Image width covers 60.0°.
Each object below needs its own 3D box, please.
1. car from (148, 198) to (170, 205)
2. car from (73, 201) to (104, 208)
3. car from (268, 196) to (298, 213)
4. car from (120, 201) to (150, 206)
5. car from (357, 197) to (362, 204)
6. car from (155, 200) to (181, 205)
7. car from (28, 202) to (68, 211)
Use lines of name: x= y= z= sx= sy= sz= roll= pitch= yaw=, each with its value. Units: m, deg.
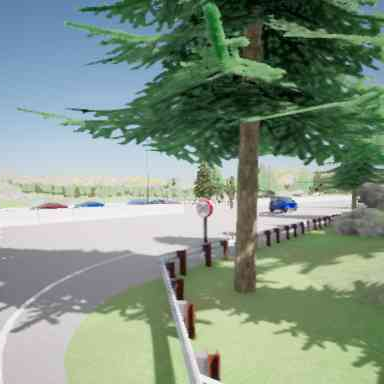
car: x=-6.440 y=1.856 z=65.107 sx=1.994 sy=1.385 sz=4.181 roll=-1 pitch=0 yaw=36
car: x=-16.059 y=2.129 z=51.881 sx=1.882 sy=1.535 sz=5.008 roll=-1 pitch=-1 yaw=36
car: x=11.545 y=1.573 z=41.989 sx=2.150 sy=2.045 sz=5.566 roll=-1 pitch=-1 yaw=36
car: x=-8.703 y=2.055 z=50.118 sx=1.882 sy=1.535 sz=5.008 roll=-1 pitch=0 yaw=36
car: x=36.729 y=1.668 z=71.182 sx=2.097 sy=1.767 sz=4.553 roll=-1 pitch=0 yaw=36
car: x=-4.111 y=2.214 z=62.358 sx=1.895 sy=1.301 sz=4.718 roll=-1 pitch=0 yaw=36
car: x=-18.429 y=2.093 z=42.609 sx=1.882 sy=1.535 sz=5.008 roll=-1 pitch=0 yaw=36
